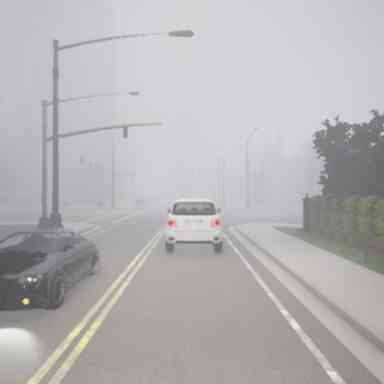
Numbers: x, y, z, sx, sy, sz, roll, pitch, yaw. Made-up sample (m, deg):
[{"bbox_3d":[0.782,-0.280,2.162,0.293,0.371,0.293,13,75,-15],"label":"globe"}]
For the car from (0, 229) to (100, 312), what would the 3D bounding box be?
[{"bbox_3d":[-3.588,1.594,7.749,1.994,1.385,4.181,0,0,0],"label":"car"}]

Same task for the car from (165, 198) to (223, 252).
[{"bbox_3d":[0.084,1.275,14.339,2.150,2.045,5.566,0,0,0],"label":"car"}]
